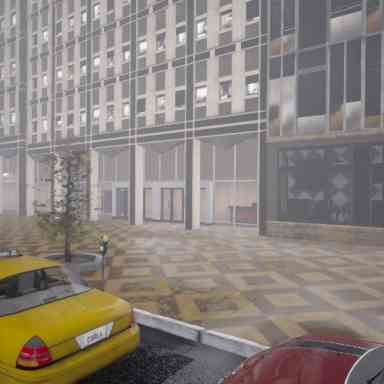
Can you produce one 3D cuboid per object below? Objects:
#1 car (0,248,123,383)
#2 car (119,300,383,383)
[{"bbox_3d":[-2.931,1.524,4.953,4.829,1.417,1.752,0,1,35],"label":"car"},{"bbox_3d":[1.835,1.440,1.556,4.097,1.590,1.967,0,1,35],"label":"car"}]
